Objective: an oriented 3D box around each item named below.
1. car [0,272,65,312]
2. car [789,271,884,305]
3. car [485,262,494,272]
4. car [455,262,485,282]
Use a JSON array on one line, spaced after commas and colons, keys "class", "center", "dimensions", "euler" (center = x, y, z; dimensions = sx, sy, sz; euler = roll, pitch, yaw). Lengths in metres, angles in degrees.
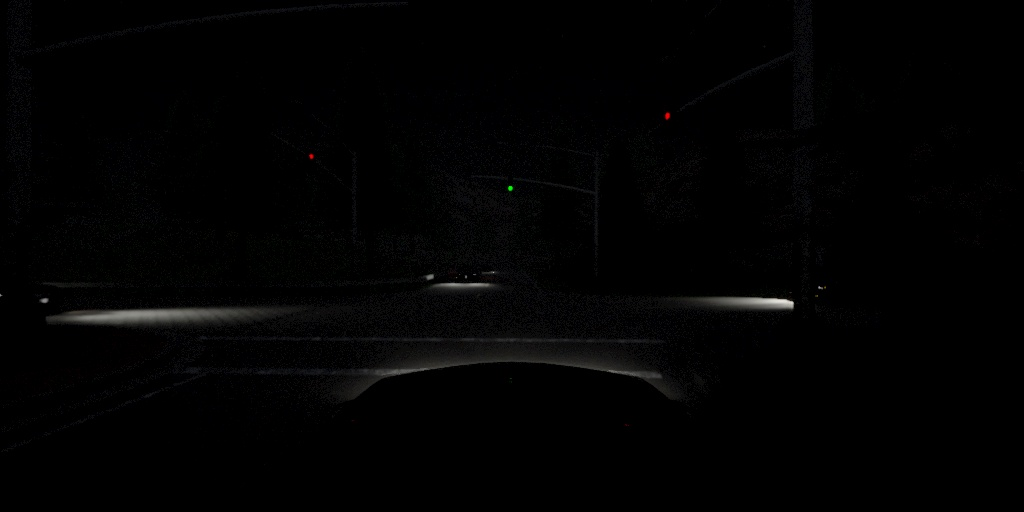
[{"class": "car", "center": [-18.752, 1.288, 12.484], "dimensions": [4.902, 1.511, 2.128], "euler": [0, 0, -1]}, {"class": "car", "center": [14.969, 1.381, 16.031], "dimensions": [4.181, 1.385, 1.994], "euler": [0, 0, 0]}, {"class": "car", "center": [-3.932, 1.587, 51.965], "dimensions": [2.033, 1.411, 5.357], "euler": [0, 0, -12]}, {"class": "car", "center": [-3.640, 1.422, 30.691], "dimensions": [1.837, 1.490, 4.892], "euler": [0, 0, 0]}]
